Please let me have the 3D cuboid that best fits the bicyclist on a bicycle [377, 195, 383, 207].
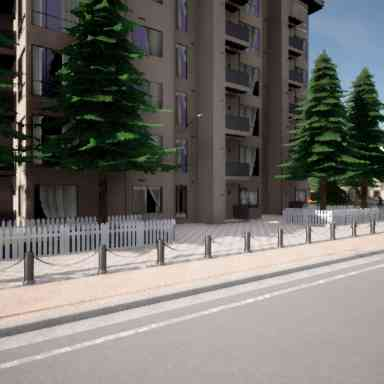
[{"bbox_3d":[24.898,1.283,44.090,1.656,1.620,0.582,0,0,-35],"label":"bicyclist on a bicycle"}]
